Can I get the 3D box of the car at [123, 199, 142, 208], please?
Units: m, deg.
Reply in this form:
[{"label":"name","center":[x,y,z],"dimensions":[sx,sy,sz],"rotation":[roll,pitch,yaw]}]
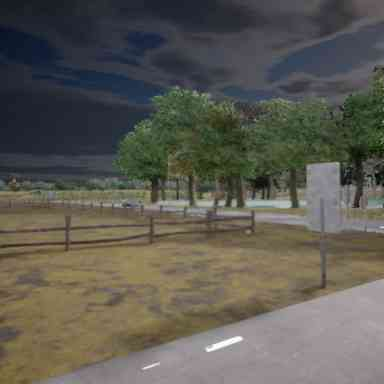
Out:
[{"label":"car","center":[-10.038,1.910,56.169],"dimensions":[2.128,1.511,4.902],"rotation":[-2,1,-35]}]
